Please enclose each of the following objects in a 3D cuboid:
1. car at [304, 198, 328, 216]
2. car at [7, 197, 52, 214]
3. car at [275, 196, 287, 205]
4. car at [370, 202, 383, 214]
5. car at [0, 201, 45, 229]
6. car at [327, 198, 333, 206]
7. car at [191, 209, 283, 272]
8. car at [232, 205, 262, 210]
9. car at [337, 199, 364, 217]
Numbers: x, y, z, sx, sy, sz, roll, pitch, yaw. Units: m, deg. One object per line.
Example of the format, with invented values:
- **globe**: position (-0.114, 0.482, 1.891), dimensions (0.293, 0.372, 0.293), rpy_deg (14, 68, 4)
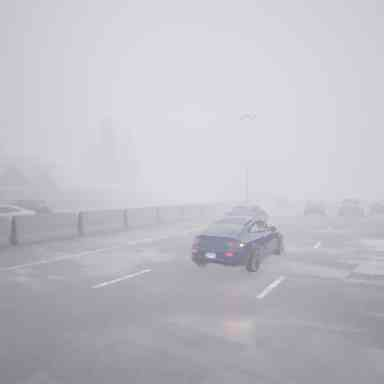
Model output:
- **car**: position (12.548, 1.620, 34.172), dimensions (2.033, 1.411, 5.357), rpy_deg (1, 0, 20)
- **car**: position (-12.030, 1.229, 22.906), dimensions (2.097, 1.767, 4.553), rpy_deg (0, 0, 27)
- **car**: position (16.754, 1.560, 62.908), dimensions (1.882, 1.535, 5.008), rpy_deg (1, 0, 10)
- **car**: position (20.772, 1.739, 36.312), dimensions (1.895, 1.301, 4.718), rpy_deg (1, 0, 19)
- **car**: position (-10.720, 1.418, 17.971), dimensions (1.812, 1.442, 4.674), rpy_deg (1, 0, 29)
- **car**: position (22.533, 1.662, 56.283), dimensions (1.812, 1.442, 4.674), rpy_deg (1, 0, 12)
- **car**: position (1.625, 1.527, 10.862), dimensions (1.812, 1.442, 4.674), rpy_deg (1, 0, 29)
- **car**: position (3.768, 1.556, 22.328), dimensions (2.033, 1.411, 5.357), rpy_deg (1, 0, 25)
- **car**: position (15.809, 1.453, 33.380), dimensions (2.097, 1.767, 4.553), rpy_deg (0, 0, 20)
